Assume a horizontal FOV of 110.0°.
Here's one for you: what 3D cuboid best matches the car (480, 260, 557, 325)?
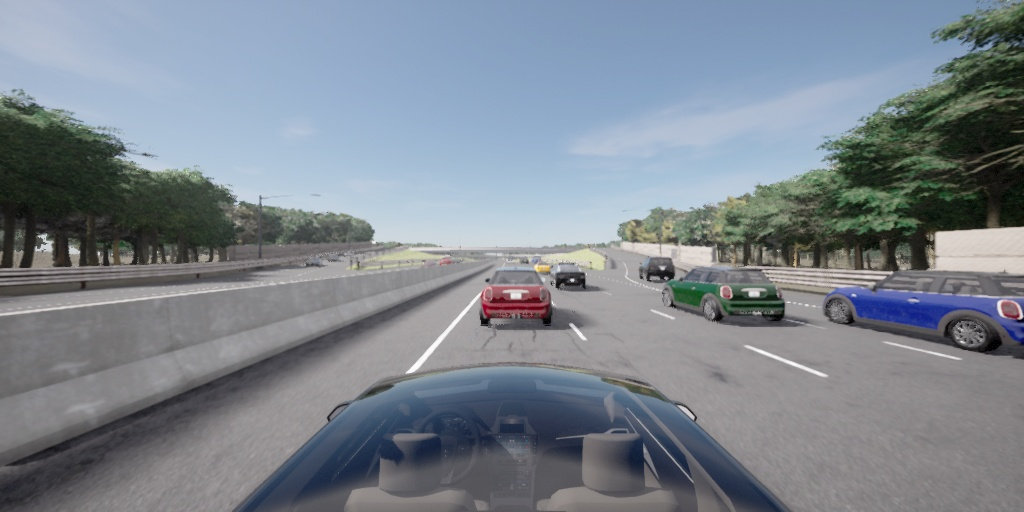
[{"bbox_3d":[0.115,1.142,12.129,2.097,1.767,4.553,0,0,0],"label":"car"}]

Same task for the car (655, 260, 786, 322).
[{"bbox_3d":[7.117,1.144,12.646,2.097,1.767,4.553,0,0,0],"label":"car"}]

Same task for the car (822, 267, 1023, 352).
[{"bbox_3d":[10.613,1.132,9.143,2.097,1.767,4.553,0,0,0],"label":"car"}]

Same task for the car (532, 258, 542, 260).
[{"bbox_3d":[3.641,1.368,43.655,1.801,1.575,5.366,0,0,0],"label":"car"}]

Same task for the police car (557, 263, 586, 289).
[{"bbox_3d":[3.639,1.262,24.141,1.930,1.638,5.238,0,0,0],"label":"police car"}]

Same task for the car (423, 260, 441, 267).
[{"bbox_3d":[-14.056,1.479,61.993,1.812,1.442,4.674,0,0,0],"label":"car"}]

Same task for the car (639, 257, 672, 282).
[{"bbox_3d":[12.272,1.094,30.594,2.150,2.045,5.566,1,0,11],"label":"car"}]
